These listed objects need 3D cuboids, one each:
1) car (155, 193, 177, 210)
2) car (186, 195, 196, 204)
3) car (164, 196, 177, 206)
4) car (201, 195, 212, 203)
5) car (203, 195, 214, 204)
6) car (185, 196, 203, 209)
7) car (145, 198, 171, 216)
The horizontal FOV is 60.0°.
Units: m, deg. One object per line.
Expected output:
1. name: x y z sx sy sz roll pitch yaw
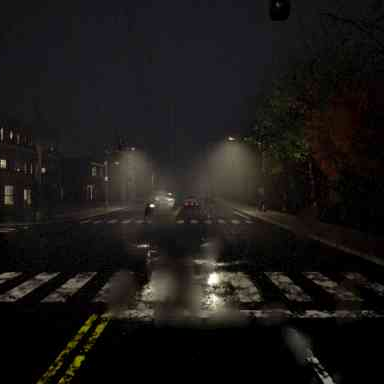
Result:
1. car: -3.431 1.206 43.151 2.150 2.045 5.566 0 0 0
2. car: -0.124 1.481 65.728 1.837 1.490 4.892 0 1 0
3. car: -3.448 1.485 53.619 1.837 1.490 4.892 0 0 0
4. car: 3.082 1.494 73.250 2.128 1.511 4.902 0 0 0
5. car: 3.208 1.577 63.245 1.895 1.301 4.718 0 0 0
6. car: -0.006 1.532 43.814 2.033 1.411 5.357 0 0 0
7. car: -3.414 1.554 32.750 1.994 1.385 4.181 0 0 0
